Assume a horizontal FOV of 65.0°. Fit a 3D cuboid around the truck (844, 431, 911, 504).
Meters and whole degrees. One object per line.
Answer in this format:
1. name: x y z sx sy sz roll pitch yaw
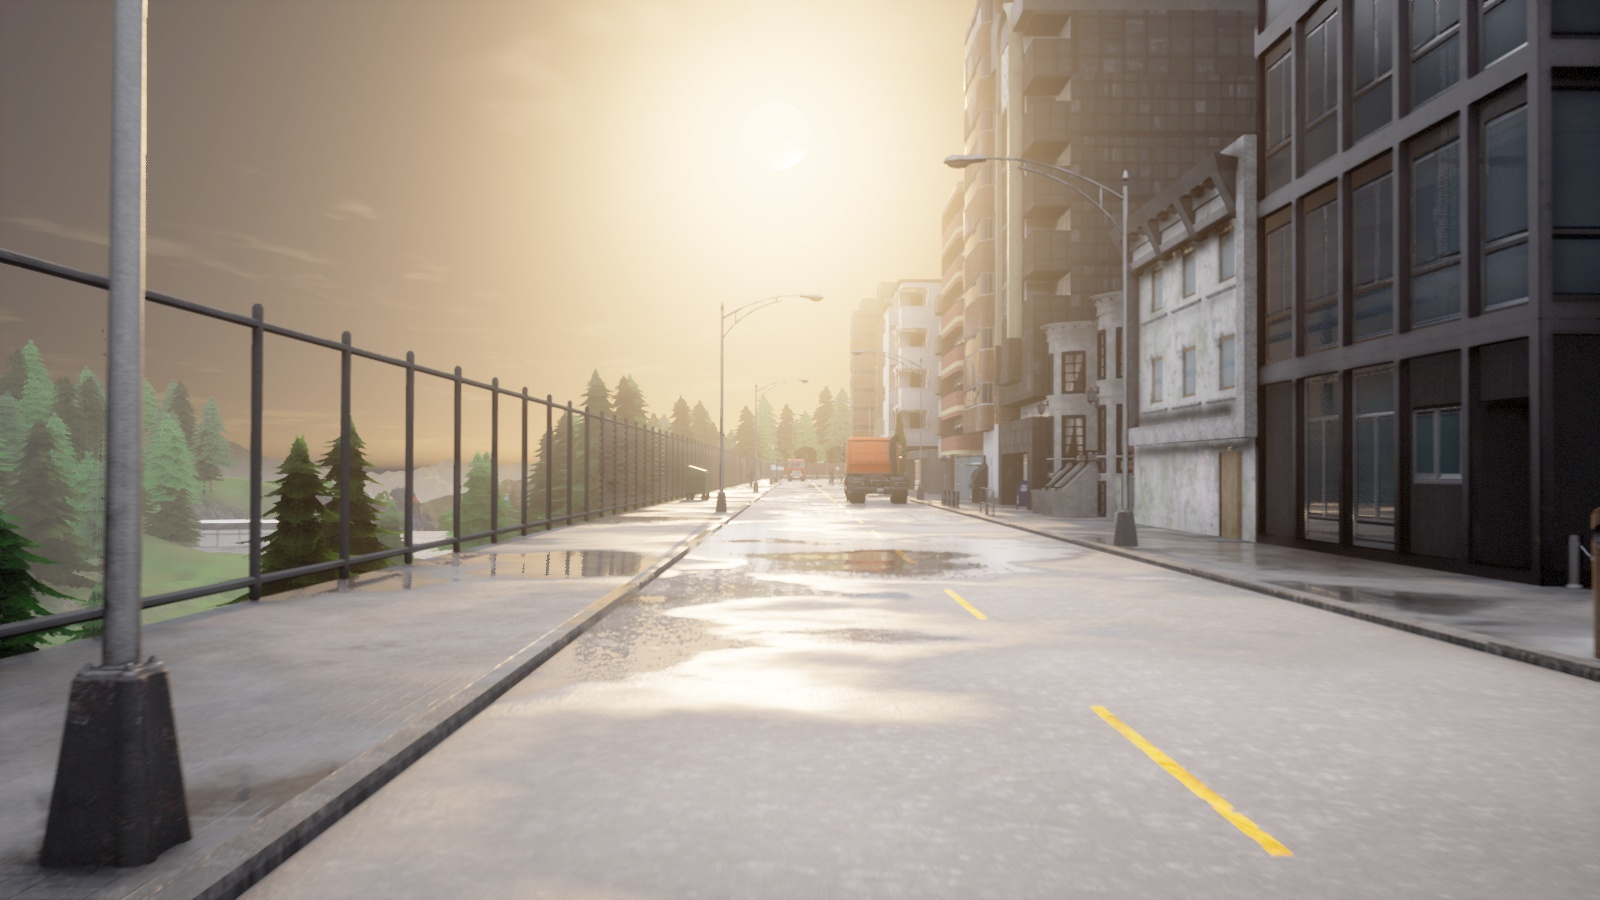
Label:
1. truck: 3.816 0.889 63.904 2.891 3.462 7.936 0 -1 0
